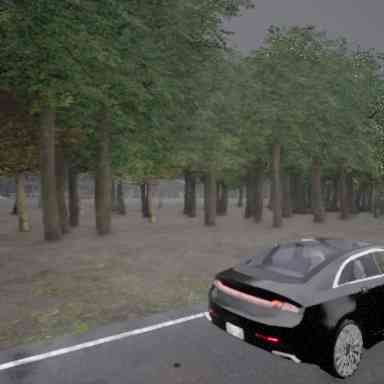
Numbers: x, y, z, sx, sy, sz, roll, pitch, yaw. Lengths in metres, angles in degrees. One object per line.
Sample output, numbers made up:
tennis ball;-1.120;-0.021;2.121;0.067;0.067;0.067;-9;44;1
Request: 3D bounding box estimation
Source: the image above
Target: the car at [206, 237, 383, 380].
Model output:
car;2.513;1.527;5.562;4.902;1.511;2.128;0;0;-35
